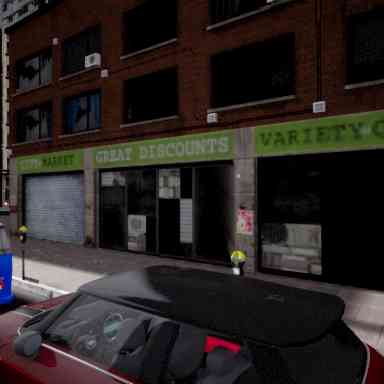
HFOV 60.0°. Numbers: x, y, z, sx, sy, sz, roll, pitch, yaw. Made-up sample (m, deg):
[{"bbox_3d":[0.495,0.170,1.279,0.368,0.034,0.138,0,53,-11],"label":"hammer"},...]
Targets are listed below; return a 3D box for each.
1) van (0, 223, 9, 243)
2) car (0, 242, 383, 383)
[{"bbox_3d":[-5.084,1.343,6.357,3.998,1.788,1.690,0,0,36],"label":"van"},{"bbox_3d":[-0.453,1.440,3.050,4.097,1.590,1.967,0,0,36],"label":"car"}]
